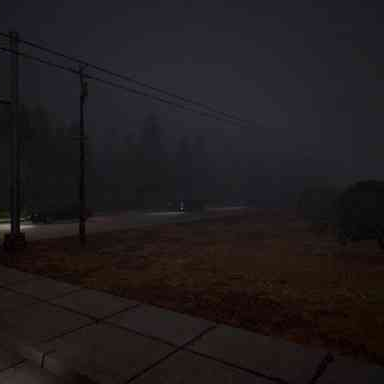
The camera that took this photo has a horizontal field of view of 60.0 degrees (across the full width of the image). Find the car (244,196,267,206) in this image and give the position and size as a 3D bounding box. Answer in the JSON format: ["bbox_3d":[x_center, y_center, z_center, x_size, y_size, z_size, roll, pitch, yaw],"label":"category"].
[{"bbox_3d":[9.767,1.347,51.081,1.895,1.301,4.718,0,0,37],"label":"car"}]

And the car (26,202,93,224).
[{"bbox_3d":[-9.800,1.513,24.859,1.837,1.490,4.892,0,0,37],"label":"car"}]

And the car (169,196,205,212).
[{"bbox_3d":[-0.504,1.278,37.386,2.097,1.767,4.553,0,0,37],"label":"car"}]
